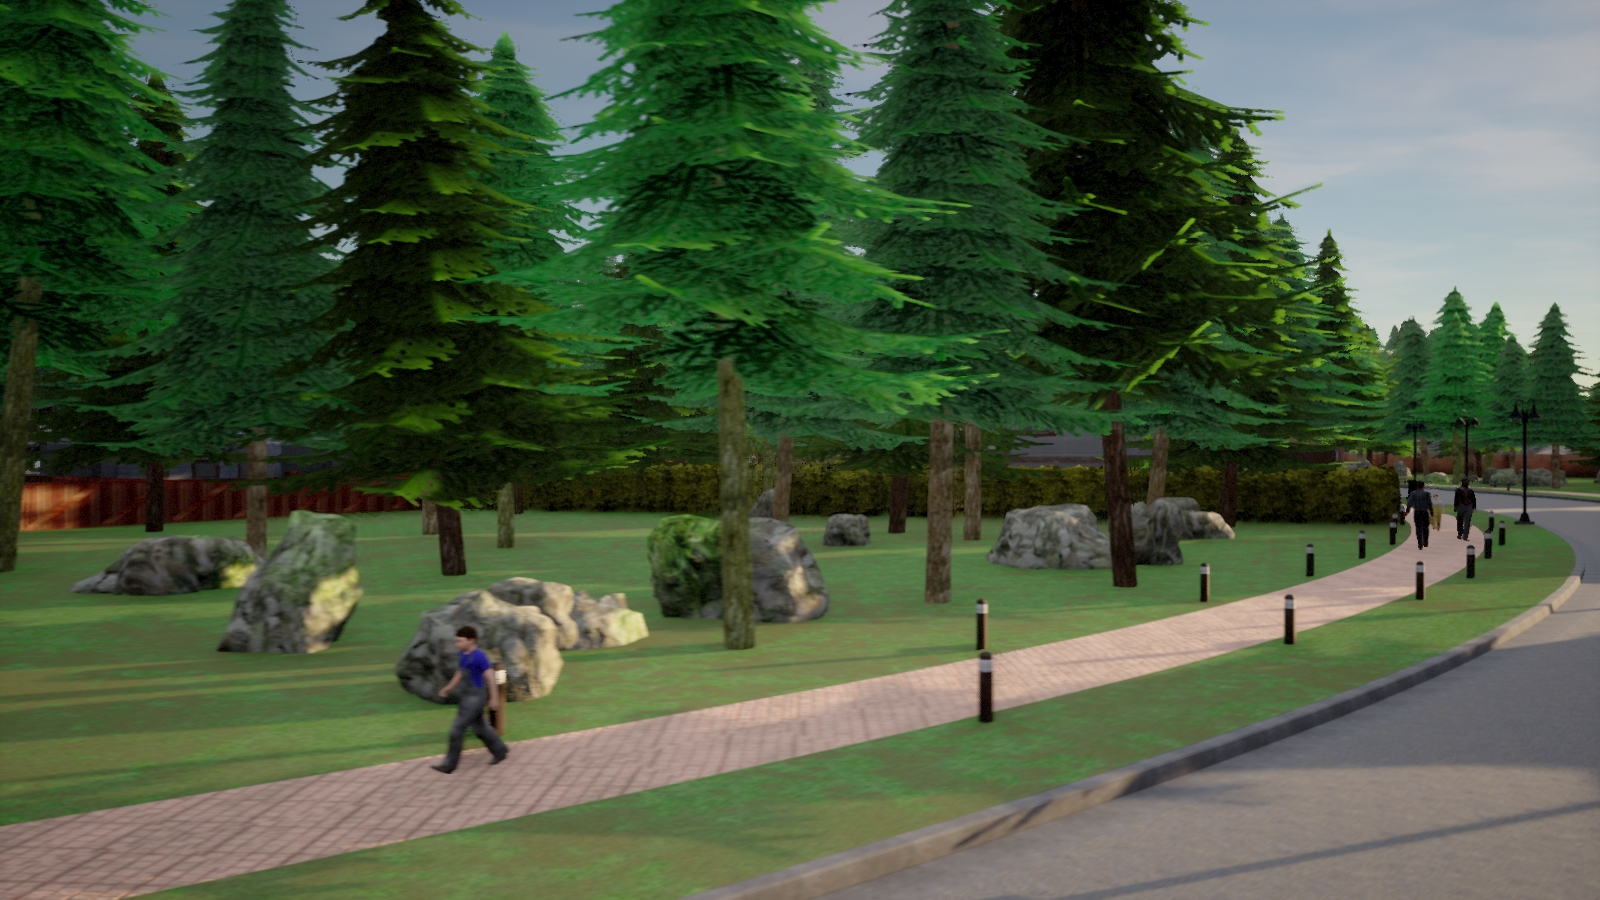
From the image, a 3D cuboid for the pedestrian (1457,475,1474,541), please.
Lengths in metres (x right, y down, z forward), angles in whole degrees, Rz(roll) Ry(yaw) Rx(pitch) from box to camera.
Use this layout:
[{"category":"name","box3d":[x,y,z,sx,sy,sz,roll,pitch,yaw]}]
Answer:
[{"category":"pedestrian","box3d":[19.184,1.667,32.939,0.375,1.860,0.375,0,0,26]}]

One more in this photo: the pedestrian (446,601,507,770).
[{"category":"pedestrian","box3d":[-2.702,1.945,9.530,0.375,1.300,0.375,0,0,-37]}]

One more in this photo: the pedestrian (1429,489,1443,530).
[{"category":"pedestrian","box3d":[20.776,1.947,37.296,0.375,1.300,0.375,0,0,33]}]

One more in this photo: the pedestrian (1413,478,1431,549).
[{"category":"pedestrian","box3d":[16.393,1.666,30.127,0.375,1.860,0.375,0,0,35]}]
